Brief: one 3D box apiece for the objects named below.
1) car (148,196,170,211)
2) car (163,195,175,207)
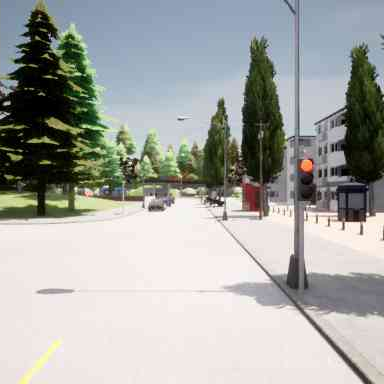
[{"bbox_3d":[-4.129,1.547,40.160,2.033,1.411,5.357,0,0,0],"label":"car"},{"bbox_3d":[-4.123,1.564,50.098,1.994,1.385,4.181,0,0,0],"label":"car"}]
